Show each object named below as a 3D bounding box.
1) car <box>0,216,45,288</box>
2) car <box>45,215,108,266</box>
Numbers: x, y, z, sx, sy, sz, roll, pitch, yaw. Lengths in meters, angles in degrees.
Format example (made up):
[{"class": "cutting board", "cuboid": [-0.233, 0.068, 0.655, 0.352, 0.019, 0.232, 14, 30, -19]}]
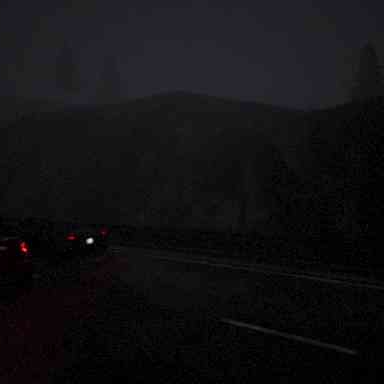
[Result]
[{"class": "car", "cuboid": [-5.848, 1.306, 7.737, 4.553, 1.767, 2.097, 0, 1, 32]}, {"class": "car", "cuboid": [-4.856, 1.474, 11.237, 4.181, 1.385, 1.994, 0, 1, 31]}]
